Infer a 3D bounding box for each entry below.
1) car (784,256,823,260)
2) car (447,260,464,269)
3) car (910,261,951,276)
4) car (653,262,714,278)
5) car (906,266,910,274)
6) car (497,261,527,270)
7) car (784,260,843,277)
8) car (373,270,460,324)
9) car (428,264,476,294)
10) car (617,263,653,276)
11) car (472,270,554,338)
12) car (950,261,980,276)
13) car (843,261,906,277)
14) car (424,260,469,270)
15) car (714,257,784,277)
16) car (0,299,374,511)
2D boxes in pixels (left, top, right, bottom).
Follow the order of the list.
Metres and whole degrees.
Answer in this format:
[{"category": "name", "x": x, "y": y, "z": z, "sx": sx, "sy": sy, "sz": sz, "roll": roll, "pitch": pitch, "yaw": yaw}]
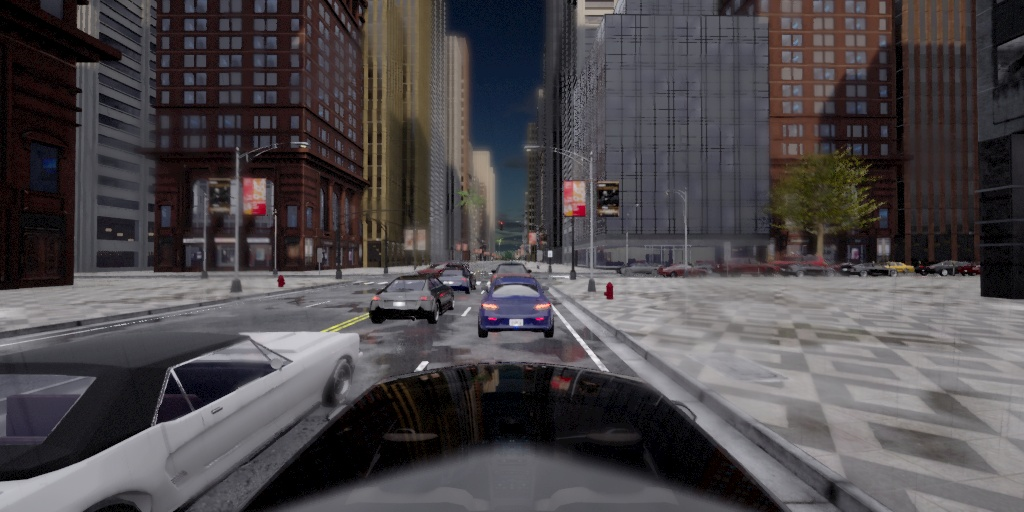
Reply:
[{"category": "car", "x": 30.129, "y": 0.987, "z": 38.155, "sx": 5.566, "sy": 2.045, "sz": 2.150, "roll": 0, "pitch": -1, "yaw": -1}, {"category": "car", "x": -9.893, "y": 1.543, "z": 63.103, "sx": 2.128, "sy": 1.511, "sz": 4.902, "roll": 0, "pitch": 0, "yaw": 0}, {"category": "car", "x": 42.758, "y": 1.203, "z": 35.215, "sx": 4.892, "sy": 1.490, "sz": 1.837, "roll": 0, "pitch": -1, "yaw": -1}, {"category": "car", "x": 15.279, "y": 1.325, "z": 32.129, "sx": 4.207, "sy": 1.307, "sz": 1.802, "roll": 0, "pitch": 0, "yaw": -1}, {"category": "car", "x": 43.161, "y": 1.292, "z": 41.122, "sx": 4.829, "sy": 1.417, "sz": 1.751, "roll": 0, "pitch": 0, "yaw": -1}, {"category": "car", "x": -0.021, "y": 1.135, "z": 19.080, "sx": 2.097, "sy": 1.767, "sz": 4.553, "roll": 0, "pitch": 0, "yaw": 0}, {"category": "car", "x": 26.555, "y": 1.273, "z": 32.318, "sx": 4.313, "sy": 1.339, "sz": 1.948, "roll": 0, "pitch": 0, "yaw": -1}, {"category": "car", "x": -3.164, "y": 1.326, "z": 12.085, "sx": 1.994, "sy": 1.385, "sz": 4.181, "roll": 0, "pitch": 0, "yaw": 0}, {"category": "car", "x": -3.174, "y": 1.352, "z": 20.473, "sx": 1.994, "sy": 1.385, "sz": 4.181, "roll": 0, "pitch": 0, "yaw": 0}, {"category": "car", "x": 13.239, "y": 1.381, "z": 37.872, "sx": 4.181, "sy": 1.385, "sz": 1.994, "roll": 0, "pitch": -1, "yaw": -1}, {"category": "car", "x": 0.094, "y": 1.284, "z": 10.095, "sx": 1.812, "sy": 1.442, "sz": 4.674, "roll": 0, "pitch": 0, "yaw": 0}, {"category": "car", "x": 43.467, "y": 1.211, "z": 32.602, "sx": 4.507, "sy": 1.381, "sz": 1.888, "roll": 0, "pitch": 0, "yaw": -1}, {"category": "car", "x": 32.192, "y": 1.257, "z": 32.412, "sx": 4.313, "sy": 1.339, "sz": 1.948, "roll": 0, "pitch": 0, "yaw": -1}, {"category": "car", "x": -5.801, "y": 1.301, "z": 29.391, "sx": 1.882, "sy": 1.535, "sz": 5.008, "roll": -1, "pitch": -1, "yaw": 24}, {"category": "car", "x": 20.918, "y": 1.039, "z": 32.224, "sx": 5.009, "sy": 1.841, "sz": 2.192, "roll": 0, "pitch": 0, "yaw": -1}, {"category": "car", "x": -3.155, "y": 1.351, "z": 3.262, "sx": 1.895, "sy": 1.301, "sz": 4.718, "roll": 0, "pitch": 0, "yaw": 0}]
